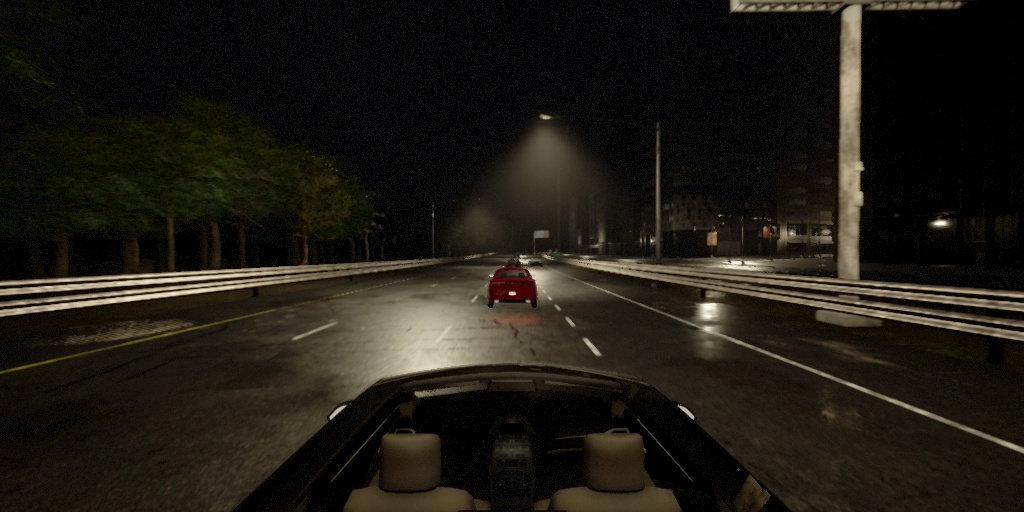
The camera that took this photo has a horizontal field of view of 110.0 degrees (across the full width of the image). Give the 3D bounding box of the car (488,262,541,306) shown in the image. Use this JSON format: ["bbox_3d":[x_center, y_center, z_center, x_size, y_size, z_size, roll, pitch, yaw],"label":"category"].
[{"bbox_3d":[0.020,1.217,15.602,1.882,1.535,5.008,0,0,0],"label":"car"}]

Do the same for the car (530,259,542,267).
[{"bbox_3d":[3.956,1.106,59.829,1.895,1.301,4.718,0,0,1],"label":"car"}]

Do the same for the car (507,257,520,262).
[{"bbox_3d":[0.202,1.166,45.590,1.994,1.385,4.181,0,0,1],"label":"car"}]
